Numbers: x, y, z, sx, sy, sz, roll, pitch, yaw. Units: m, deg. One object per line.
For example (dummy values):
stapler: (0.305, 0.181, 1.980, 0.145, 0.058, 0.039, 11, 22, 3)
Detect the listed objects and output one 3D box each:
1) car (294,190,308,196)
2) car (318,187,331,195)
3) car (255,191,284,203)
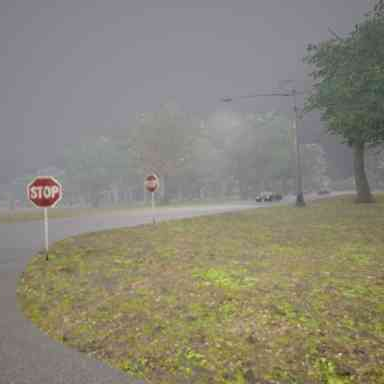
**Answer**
car: (23.850, 0.220, 72.677, 1.895, 1.301, 4.718, -4, -1, 34)
car: (27.843, -0.279, 69.925, 2.097, 1.767, 4.553, -3, -1, 28)
car: (9.074, 0.586, 38.547, 1.895, 1.301, 4.718, -4, -1, 34)
